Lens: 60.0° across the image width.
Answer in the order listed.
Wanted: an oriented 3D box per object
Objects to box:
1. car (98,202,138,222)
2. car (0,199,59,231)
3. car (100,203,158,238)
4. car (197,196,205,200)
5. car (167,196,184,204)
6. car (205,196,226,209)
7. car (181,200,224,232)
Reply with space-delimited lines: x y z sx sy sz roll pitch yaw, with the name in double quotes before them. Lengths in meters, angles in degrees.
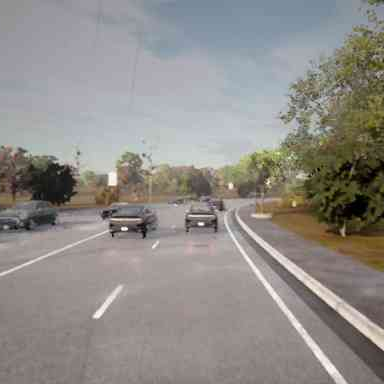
"car" -6.047 1.593 27.721 1.895 1.301 4.718 0 0 5
"car" -10.056 1.343 20.459 2.097 1.767 4.553 0 0 4
"car" -3.005 1.488 17.793 2.128 1.511 4.902 0 0 3
"car" 2.596 1.516 67.198 2.033 1.411 5.357 0 0 19
"car" -3.022 1.487 61.465 1.837 1.490 4.892 0 0 18
"car" 3.153 1.508 42.040 1.837 1.490 4.892 0 0 10
"car" 0.618 1.491 20.107 2.128 1.511 4.902 0 0 3
